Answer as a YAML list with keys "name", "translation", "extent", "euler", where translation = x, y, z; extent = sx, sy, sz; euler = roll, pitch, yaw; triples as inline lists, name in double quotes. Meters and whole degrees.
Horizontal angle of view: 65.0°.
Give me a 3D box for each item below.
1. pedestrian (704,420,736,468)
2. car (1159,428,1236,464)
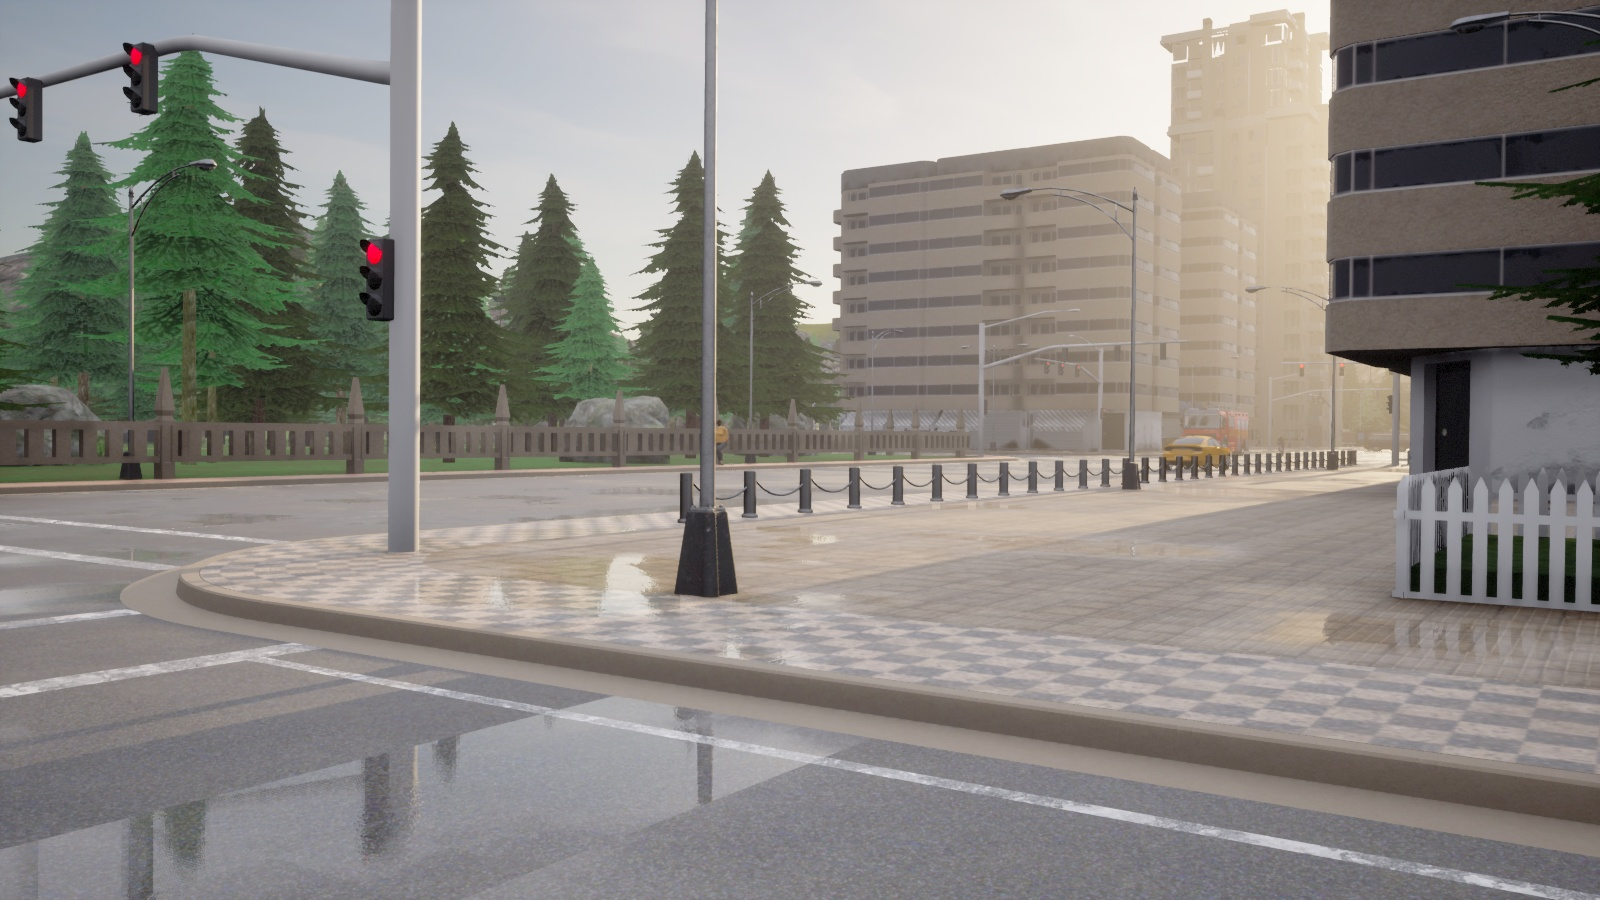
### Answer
- name: "pedestrian"
  translation: [-3.122, -0.252, 49.117]
  extent: [0.874, 1.855, 0.900]
  euler: [0, 1, 33]
- name: "car"
  translation: [17.494, -0.202, 55.139]
  extent: [1.882, 1.535, 5.008]
  euler: [0, 1, 34]
